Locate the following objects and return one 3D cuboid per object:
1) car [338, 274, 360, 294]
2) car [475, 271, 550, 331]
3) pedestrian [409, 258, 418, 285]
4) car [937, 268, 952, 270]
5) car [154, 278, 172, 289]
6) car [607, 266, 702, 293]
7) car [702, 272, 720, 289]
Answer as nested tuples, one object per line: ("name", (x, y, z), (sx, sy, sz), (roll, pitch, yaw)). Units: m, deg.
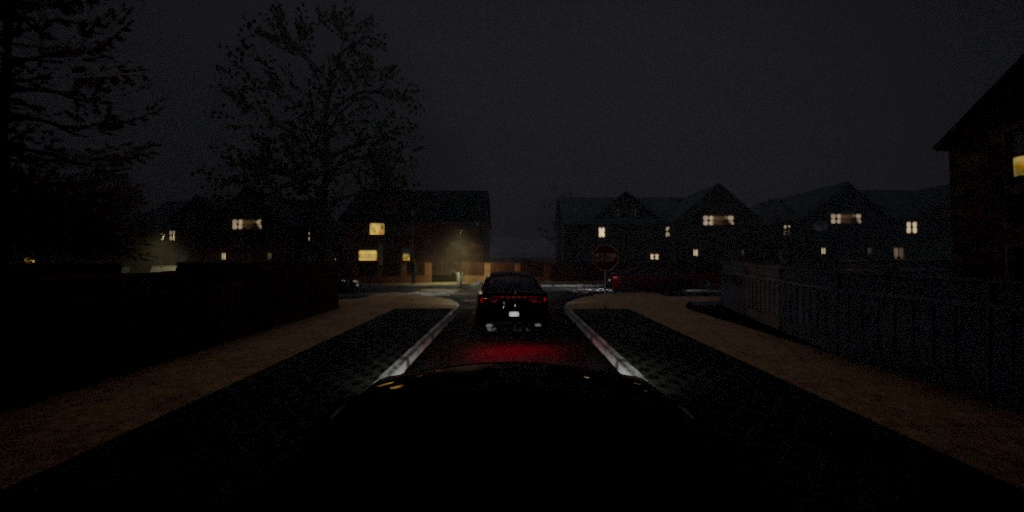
("car", (-10.537, 1.290, 18.759), (4.902, 1.511, 2.128), (-1, -1, 1))
("car", (-0.075, 1.196, 10.888), (1.882, 1.535, 5.008), (0, 0, -3))
("pedestrian", (-6.751, 1.028, 24.583), (0.375, 1.860, 0.375), (0, -1, 1))
("car", (24.019, 0.974, 18.368), (5.008, 1.535, 1.882), (0, -1, 1))
("car", (-18.893, 1.304, 21.806), (4.553, 1.767, 2.097), (-1, -1, 1))
("car", (7.072, 1.197, 18.555), (4.181, 1.385, 1.994), (0, -1, 1))
("car", (9.703, 1.276, 21.477), (4.718, 1.301, 1.895), (0, -1, 1))
